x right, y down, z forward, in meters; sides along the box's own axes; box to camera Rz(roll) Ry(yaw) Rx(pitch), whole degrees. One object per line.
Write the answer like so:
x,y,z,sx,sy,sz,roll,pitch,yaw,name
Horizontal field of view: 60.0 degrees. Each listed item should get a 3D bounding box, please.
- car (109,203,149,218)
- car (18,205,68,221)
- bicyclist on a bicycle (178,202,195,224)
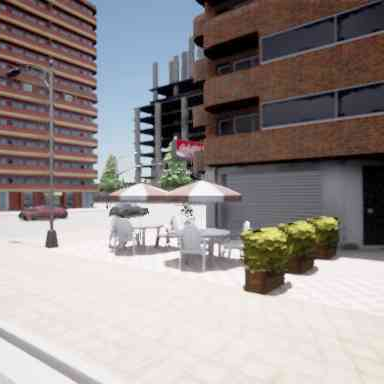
-6.348,1.848,33.772,1.994,1.385,4.181,-1,0,38,car
-13.569,1.866,30.483,1.994,1.385,4.181,-1,0,38,car
-0.445,1.497,23.797,1.656,1.620,0.582,-1,-1,38,bicyclist on a bicycle
